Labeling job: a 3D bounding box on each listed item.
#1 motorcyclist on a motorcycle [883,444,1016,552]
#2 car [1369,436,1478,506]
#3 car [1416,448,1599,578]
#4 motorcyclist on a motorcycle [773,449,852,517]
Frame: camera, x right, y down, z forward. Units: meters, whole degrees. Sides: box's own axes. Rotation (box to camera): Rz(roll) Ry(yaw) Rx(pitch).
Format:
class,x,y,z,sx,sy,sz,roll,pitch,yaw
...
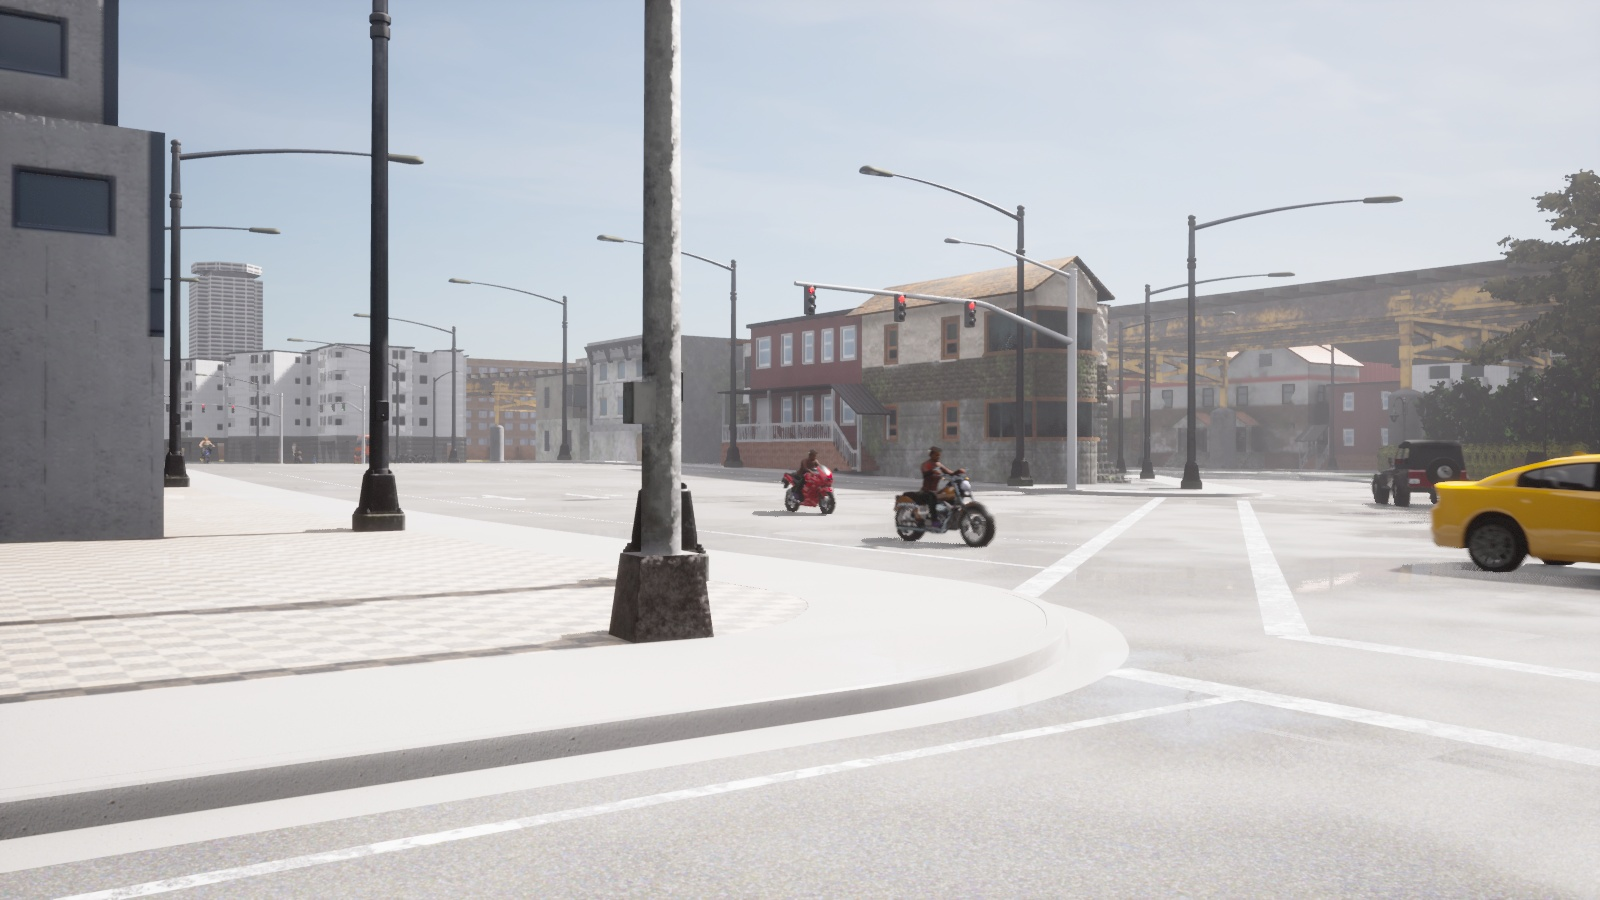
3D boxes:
class,x,y,z,sx,sy,sz,roll,pitch,yaw
motorcyclist on a motorcycle,2.385,0.735,20.419,0.766,1.649,2.350,0,0,-35
car,17.850,0.580,36.110,1.905,1.878,3.866,0,0,12
car,10.393,0.741,15.162,1.882,1.535,5.008,0,0,-35
motorcyclist on a motorcycle,0.279,0.747,29.453,0.797,1.523,2.044,0,0,-35
